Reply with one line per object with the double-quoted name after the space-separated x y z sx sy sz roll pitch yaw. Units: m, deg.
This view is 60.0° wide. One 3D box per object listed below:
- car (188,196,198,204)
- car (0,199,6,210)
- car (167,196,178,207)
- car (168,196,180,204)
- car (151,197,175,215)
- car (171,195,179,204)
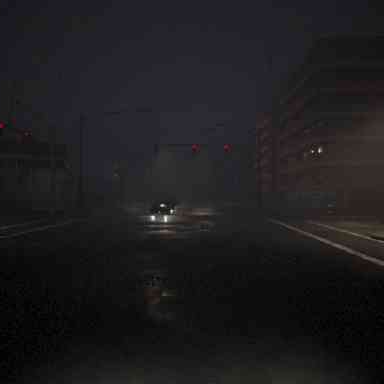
0.231 1.526 64.979 1.812 1.442 4.674 0 0 0 "car"
-24.063 1.456 38.891 3.806 1.475 1.970 0 0 1 "car"
-3.268 1.564 43.933 1.994 1.385 4.181 0 0 -1 "car"
-3.409 1.564 62.547 1.994 1.385 4.181 0 0 0 "car"
-3.183 1.547 34.692 2.033 1.411 5.357 0 0 -1 "car"
-3.344 1.352 52.529 2.097 1.767 4.553 0 0 0 "car"
